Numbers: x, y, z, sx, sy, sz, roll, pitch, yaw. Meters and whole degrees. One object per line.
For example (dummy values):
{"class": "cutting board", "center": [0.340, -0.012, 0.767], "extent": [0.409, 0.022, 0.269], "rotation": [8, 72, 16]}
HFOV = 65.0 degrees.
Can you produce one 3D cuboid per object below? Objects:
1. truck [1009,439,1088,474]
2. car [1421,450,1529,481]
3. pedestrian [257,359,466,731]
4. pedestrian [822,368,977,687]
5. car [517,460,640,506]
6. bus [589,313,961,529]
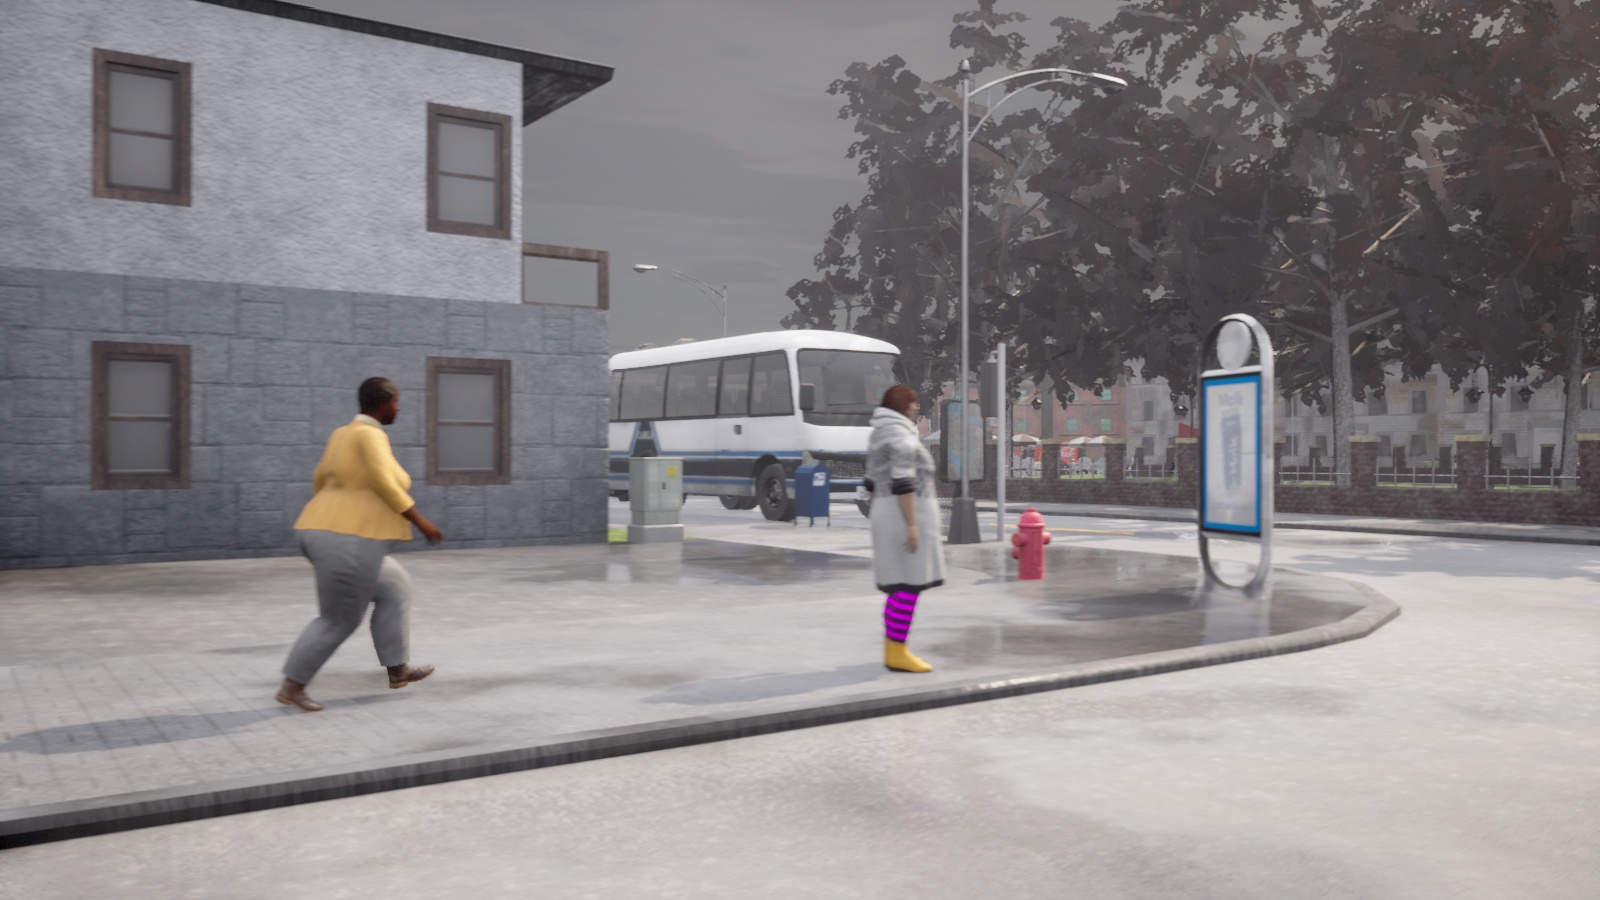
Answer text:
{"class": "truck", "center": [18.148, 0.456, 91.769], "extent": [5.204, 2.467, 2.627], "rotation": [1, 0, 23]}
{"class": "car", "center": [34.772, 0.778, 64.800], "extent": [2.007, 1.525, 4.514], "rotation": [0, 0, -35]}
{"class": "pedestrian", "center": [-2.416, 0.476, 6.883], "extent": [0.900, 1.855, 0.874], "rotation": [0, 0, -33]}
{"class": "pedestrian", "center": [0.621, 0.473, 8.065], "extent": [0.873, 1.952, 0.659], "rotation": [0, 0, -7]}
{"class": "car", "center": [-6.829, 0.954, 38.328], "extent": [1.895, 1.301, 4.718], "rotation": [0, 0, -35]}
{"class": "bus", "center": [-1.057, -0.555, 30.061], "extent": [3.944, 4.253, 10.273], "rotation": [0, 0, -34]}
